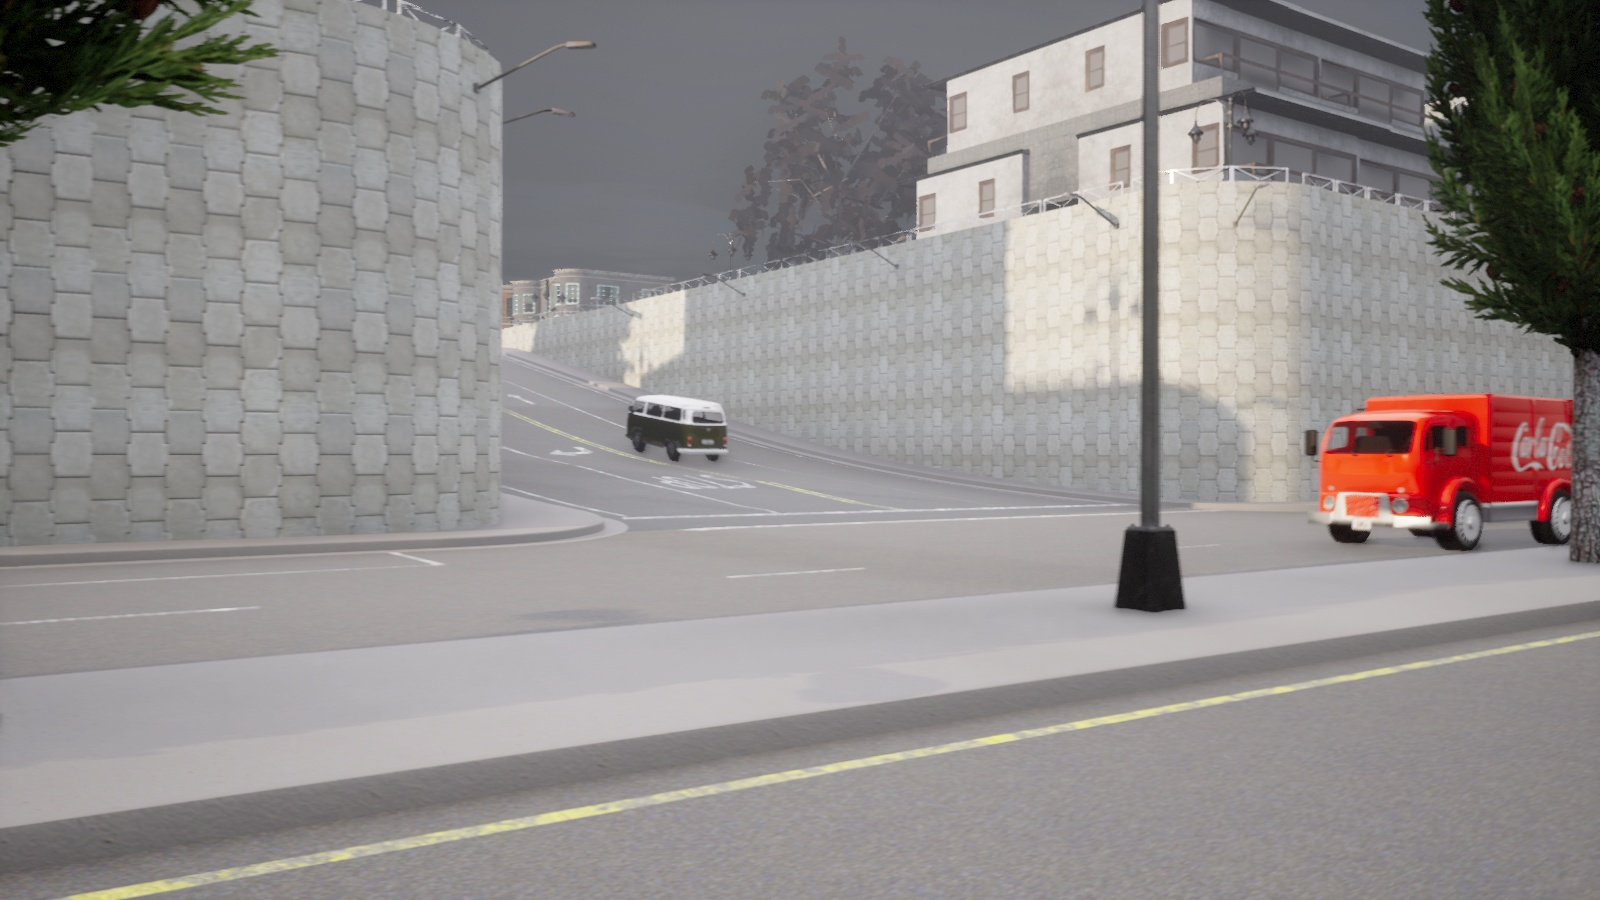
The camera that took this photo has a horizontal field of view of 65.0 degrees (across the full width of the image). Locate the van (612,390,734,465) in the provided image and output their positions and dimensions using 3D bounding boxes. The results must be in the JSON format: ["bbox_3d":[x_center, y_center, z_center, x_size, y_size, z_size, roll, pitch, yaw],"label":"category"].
[{"bbox_3d":[-4.379,-0.791,42.648,2.069,2.038,4.480,0,7,-35],"label":"van"}]

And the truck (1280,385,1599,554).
[{"bbox_3d":[10.712,0.282,20.862,5.204,2.467,2.627,0,0,-35],"label":"truck"}]
